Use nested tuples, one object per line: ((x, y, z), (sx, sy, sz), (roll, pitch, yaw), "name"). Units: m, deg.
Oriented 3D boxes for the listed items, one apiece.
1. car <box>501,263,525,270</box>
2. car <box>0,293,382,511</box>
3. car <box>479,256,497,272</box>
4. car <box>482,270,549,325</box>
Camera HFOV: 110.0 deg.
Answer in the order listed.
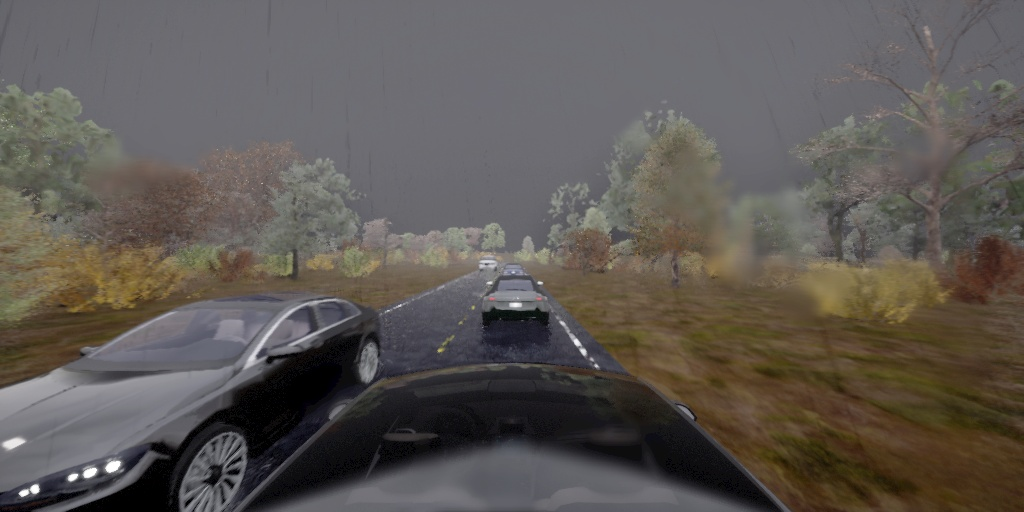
((0.104, 1.302, 29.674), (2.033, 1.411, 5.357), (0, 0, 0), "car")
((-3.101, 1.242, 4.150), (2.128, 1.511, 4.902), (0, 0, 0), "car")
((-3.071, 0.982, 46.737), (2.150, 2.045, 5.566), (0, 0, 0), "car")
((0.102, 1.316, 11.854), (1.994, 1.385, 4.181), (0, 0, 0), "car")
